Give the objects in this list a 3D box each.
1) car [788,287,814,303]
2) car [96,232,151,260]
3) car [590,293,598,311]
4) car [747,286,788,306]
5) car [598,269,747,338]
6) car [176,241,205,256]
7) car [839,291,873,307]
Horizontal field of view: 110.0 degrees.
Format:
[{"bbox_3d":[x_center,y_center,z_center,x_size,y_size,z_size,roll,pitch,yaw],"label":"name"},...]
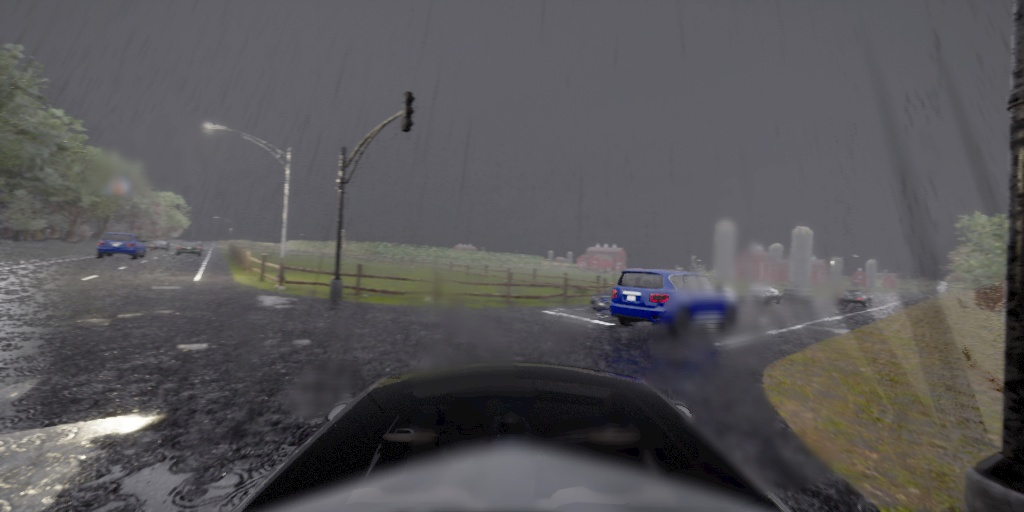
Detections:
[{"bbox_3d":[27.634,3.769,34.809,4.181,1.385,1.994,5,-2,-38],"label":"car"},{"bbox_3d":[-31.221,-0.822,28.810,2.150,2.045,5.566,4,0,-39],"label":"car"},{"bbox_3d":[5.731,1.961,16.984,4.674,1.442,1.812,5,-2,-38],"label":"car"},{"bbox_3d":[19.906,3.106,28.528,4.674,1.442,1.812,5,-2,-39],"label":"car"},{"bbox_3d":[5.827,1.553,12.667,5.566,2.045,2.150,4,-3,-37],"label":"car"},{"bbox_3d":[-36.234,-0.940,40.406,2.097,1.767,4.553,4,0,-39],"label":"car"},{"bbox_3d":[33.802,4.132,35.214,5.357,1.411,2.033,5,-2,-38],"label":"car"}]
